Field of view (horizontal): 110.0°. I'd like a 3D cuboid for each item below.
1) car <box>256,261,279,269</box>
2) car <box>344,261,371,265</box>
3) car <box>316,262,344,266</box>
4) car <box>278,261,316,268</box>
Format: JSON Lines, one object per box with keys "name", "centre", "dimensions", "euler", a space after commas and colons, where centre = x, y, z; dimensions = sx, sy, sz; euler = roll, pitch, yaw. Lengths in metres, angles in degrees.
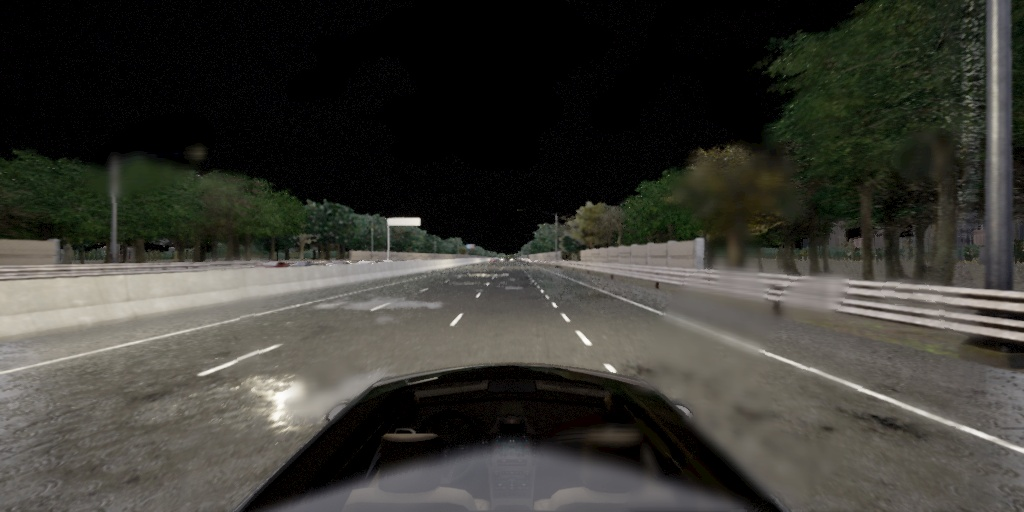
{"name": "car", "centre": [-28.060, 1.367, 42.346], "dimensions": [1.812, 1.442, 4.674], "euler": [0, 0, 0]}
{"name": "car", "centre": [-17.566, 1.367, 42.370], "dimensions": [1.812, 1.442, 4.674], "euler": [0, 0, 0]}
{"name": "car", "centre": [-21.058, 1.392, 43.606], "dimensions": [2.033, 1.411, 5.357], "euler": [0, 0, 0]}
{"name": "car", "centre": [-24.560, 1.389, 42.356], "dimensions": [2.033, 1.411, 5.357], "euler": [0, 0, 0]}
